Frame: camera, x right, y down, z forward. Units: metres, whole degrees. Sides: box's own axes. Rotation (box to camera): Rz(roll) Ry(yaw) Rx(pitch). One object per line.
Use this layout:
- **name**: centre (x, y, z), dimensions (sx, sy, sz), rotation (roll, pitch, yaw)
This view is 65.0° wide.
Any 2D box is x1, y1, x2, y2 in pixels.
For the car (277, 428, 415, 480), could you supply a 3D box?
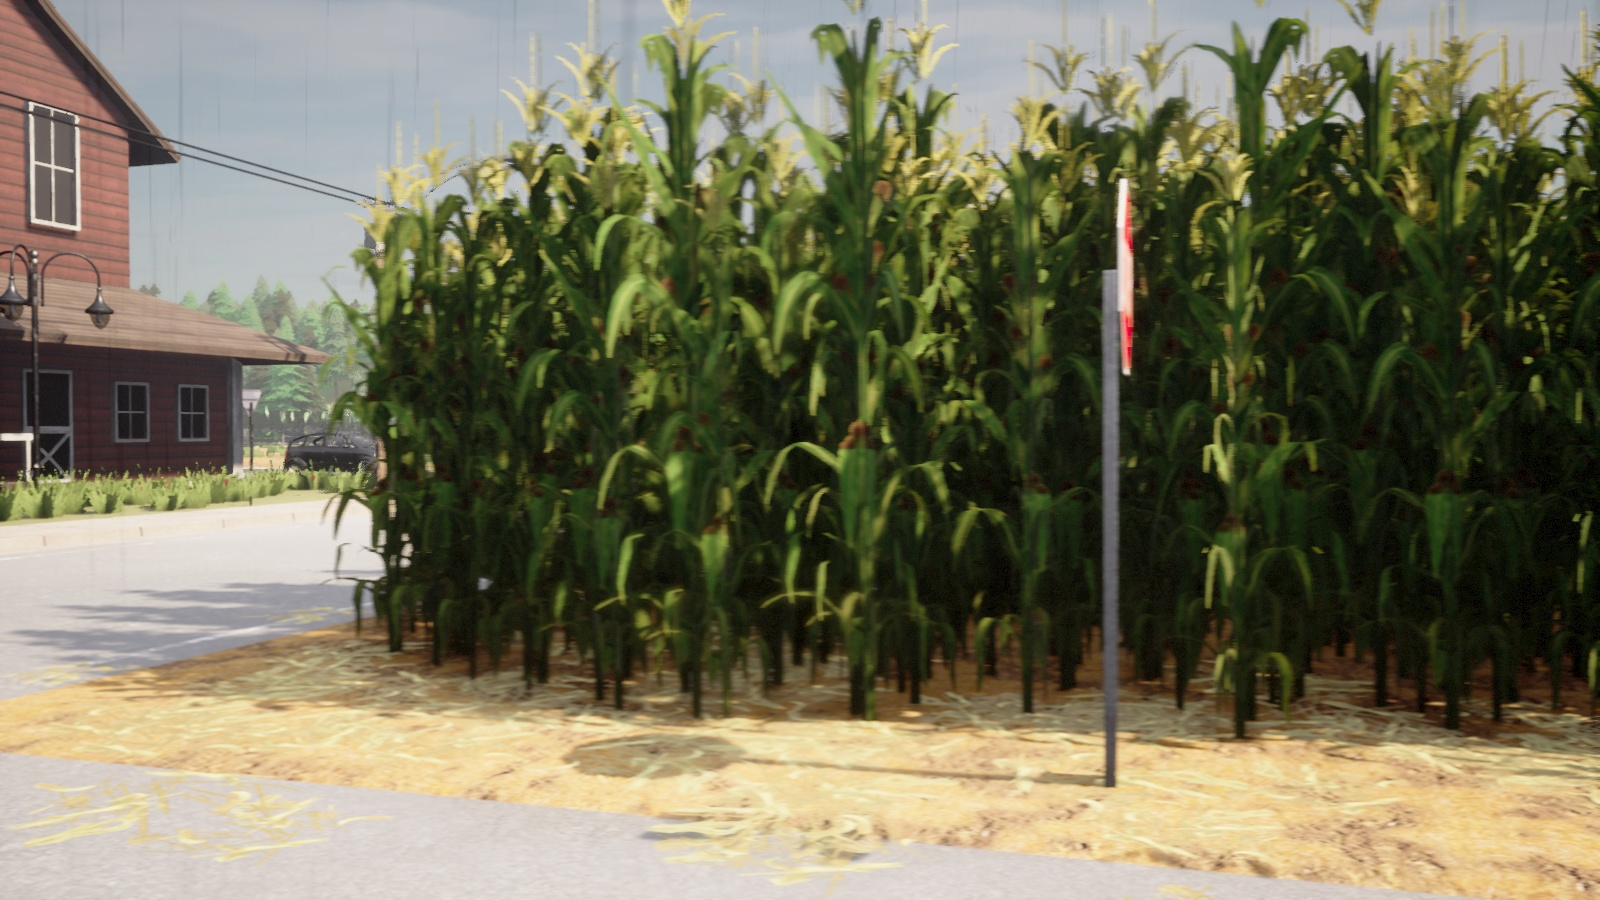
- **car**: centre (-14.178, 0.101, 39.273), dimensions (3.705, 1.549, 1.789), rotation (0, 1, 17)
